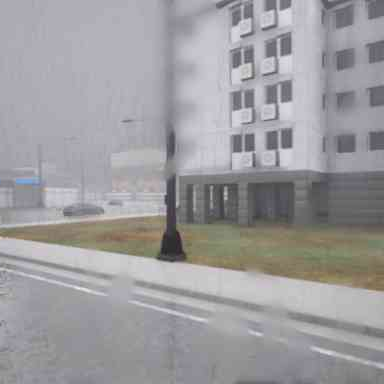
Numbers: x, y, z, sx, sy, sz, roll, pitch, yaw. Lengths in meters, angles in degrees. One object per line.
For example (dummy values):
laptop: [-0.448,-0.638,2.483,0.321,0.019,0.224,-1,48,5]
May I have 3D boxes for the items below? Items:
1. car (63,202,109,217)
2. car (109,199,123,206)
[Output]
car: [-11.151,1.808,34.413,1.994,1.385,4.181,-1,0,35]
car: [-14.868,2.029,64.612,1.994,1.385,4.181,0,0,2]
